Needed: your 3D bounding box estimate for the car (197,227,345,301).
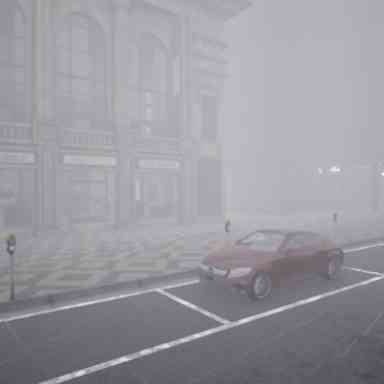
[{"bbox_3d":[2.086,1.549,8.154,4.206,1.307,1.802,0,0,-36],"label":"car"}]
